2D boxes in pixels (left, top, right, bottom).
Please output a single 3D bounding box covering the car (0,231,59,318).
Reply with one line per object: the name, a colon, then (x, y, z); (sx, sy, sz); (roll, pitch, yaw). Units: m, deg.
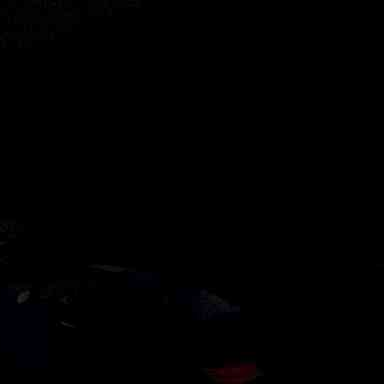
car: (-5.470, 1.472, 7.433); (4.892, 1.521, 2.231); (0, 0, 35)
